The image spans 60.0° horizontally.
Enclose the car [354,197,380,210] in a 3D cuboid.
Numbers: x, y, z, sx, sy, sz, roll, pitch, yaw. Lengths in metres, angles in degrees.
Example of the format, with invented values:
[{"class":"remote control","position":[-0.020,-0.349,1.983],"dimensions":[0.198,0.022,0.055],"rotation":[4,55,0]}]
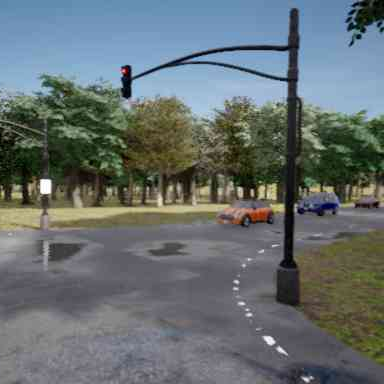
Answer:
[{"class":"car","position":[22.004,1.360,41.724],"dimensions":[1.882,1.535,5.008],"rotation":[3,2,44]}]

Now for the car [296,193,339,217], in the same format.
[{"class":"car","position":[11.900,1.123,31.216],"dimensions":[2.150,2.045,5.566],"rotation":[3,2,44]}]

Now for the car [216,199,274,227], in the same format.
[{"class":"car","position":[3.695,1.309,22.675],"dimensions":[2.097,1.767,4.553],"rotation":[3,2,44]}]
